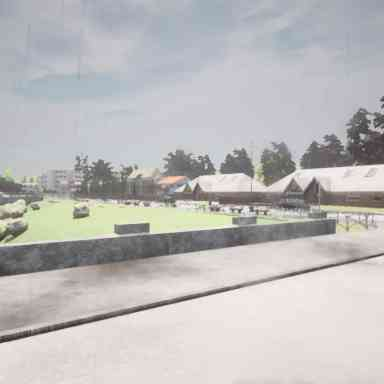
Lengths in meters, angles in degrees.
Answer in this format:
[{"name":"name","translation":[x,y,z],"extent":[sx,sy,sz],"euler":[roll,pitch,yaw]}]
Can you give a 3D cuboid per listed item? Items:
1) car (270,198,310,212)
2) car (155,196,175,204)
[{"name":"car","translation":[11.376,1.490,38.876],"extent":[2.128,1.511,4.902],"euler":[0,0,-35]},{"name":"car","translation":[-5.031,1.503,61.942],"extent":[1.837,1.490,4.892],"euler":[0,0,-35]}]
